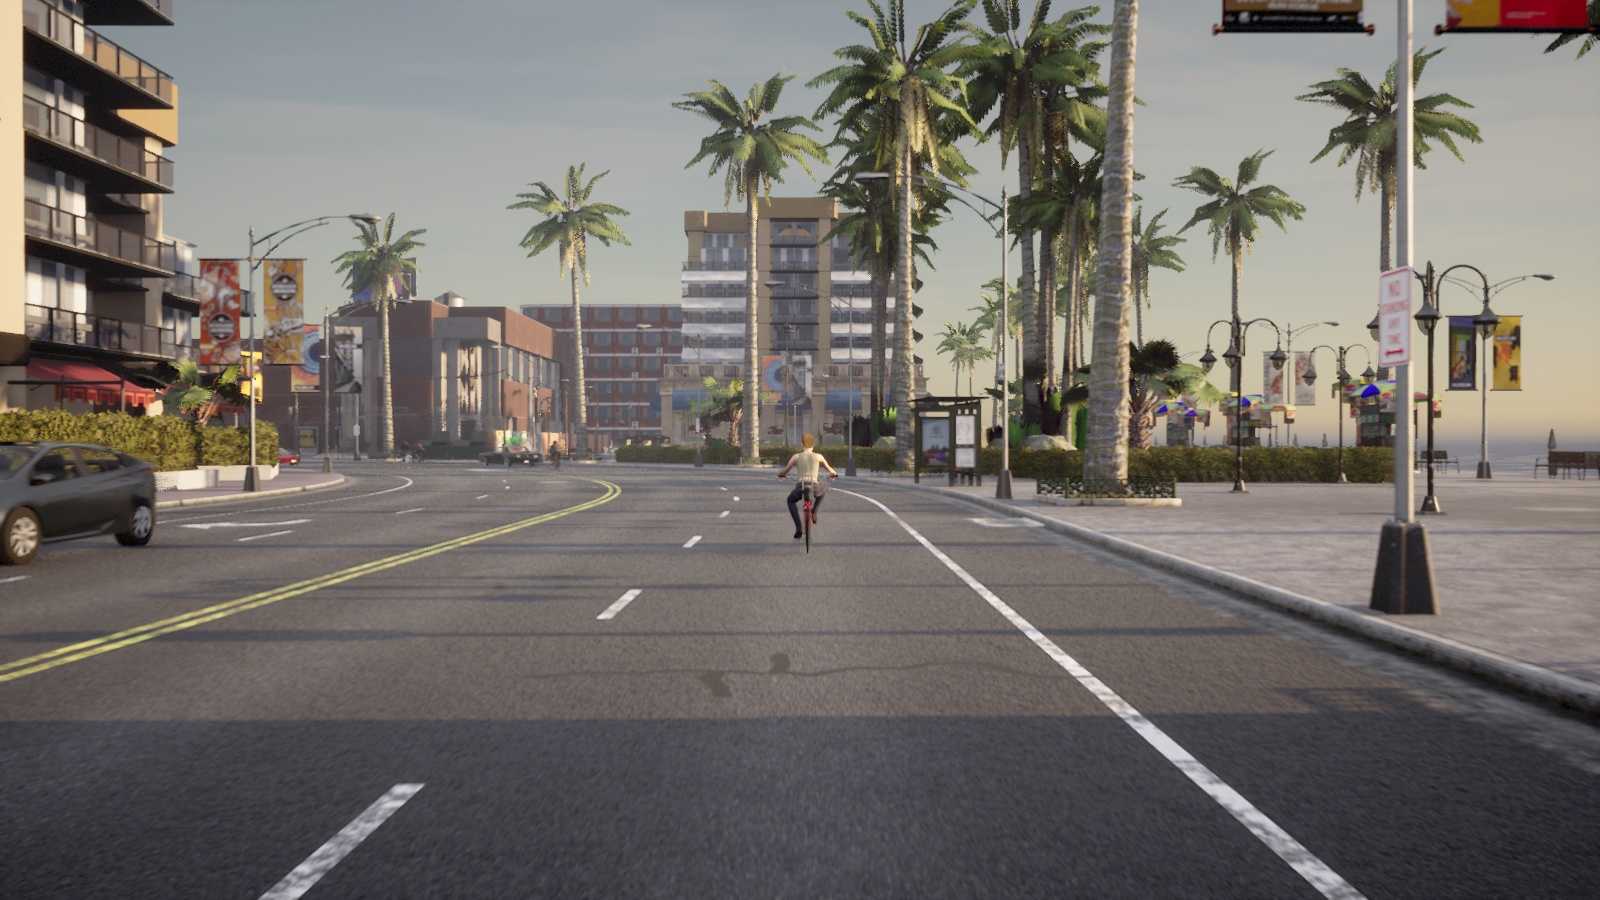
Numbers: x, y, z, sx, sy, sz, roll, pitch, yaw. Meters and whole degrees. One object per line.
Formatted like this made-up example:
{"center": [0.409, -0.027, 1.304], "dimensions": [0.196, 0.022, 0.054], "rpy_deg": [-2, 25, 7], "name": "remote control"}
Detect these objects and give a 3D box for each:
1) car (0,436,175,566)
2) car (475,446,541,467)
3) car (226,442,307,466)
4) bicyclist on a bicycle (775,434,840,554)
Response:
{"center": [-10.391, 0.591, 16.574], "dimensions": [2.007, 1.525, 4.514], "rpy_deg": [0, 0, 0], "name": "car"}
{"center": [-18.304, 0.389, 78.582], "dimensions": [1.895, 1.301, 4.718], "rpy_deg": [0, 0, -43], "name": "car"}
{"center": [-34.848, 0.256, 81.982], "dimensions": [4.792, 1.488, 2.163], "rpy_deg": [0, 0, 24], "name": "car"}
{"center": [0.110, 0.584, 17.586], "dimensions": [0.866, 1.612, 1.509], "rpy_deg": [0, 0, 1], "name": "bicyclist on a bicycle"}
